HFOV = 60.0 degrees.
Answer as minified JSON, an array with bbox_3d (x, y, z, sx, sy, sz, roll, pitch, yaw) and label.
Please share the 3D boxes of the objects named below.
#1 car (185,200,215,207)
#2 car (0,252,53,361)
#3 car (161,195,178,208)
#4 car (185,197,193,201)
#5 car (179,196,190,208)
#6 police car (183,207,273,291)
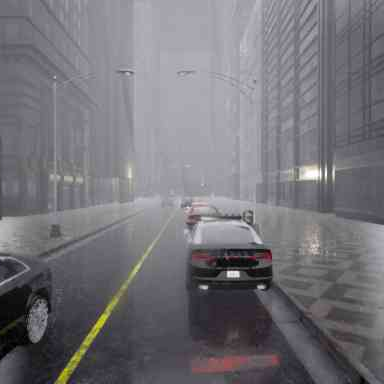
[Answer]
[{"bbox_3d":[0.669,1.475,19.063,1.882,1.535,5.008,0,0,-1],"label":"car"},{"bbox_3d":[-3.145,1.491,3.498,2.128,1.511,4.902,0,0,-1],"label":"car"},{"bbox_3d":[-3.599,1.542,49.557,2.033,1.411,5.357,0,0,-1],"label":"car"},{"bbox_3d":[0.594,1.452,25.253,1.801,1.575,5.366,0,0,-1],"label":"car"},{"bbox_3d":[-0.551,1.596,46.662,1.895,1.301,4.718,0,0,0],"label":"car"},{"bbox_3d":[0.788,1.424,9.174,1.930,1.638,5.238,0,0,-1],"label":"police car"}]
